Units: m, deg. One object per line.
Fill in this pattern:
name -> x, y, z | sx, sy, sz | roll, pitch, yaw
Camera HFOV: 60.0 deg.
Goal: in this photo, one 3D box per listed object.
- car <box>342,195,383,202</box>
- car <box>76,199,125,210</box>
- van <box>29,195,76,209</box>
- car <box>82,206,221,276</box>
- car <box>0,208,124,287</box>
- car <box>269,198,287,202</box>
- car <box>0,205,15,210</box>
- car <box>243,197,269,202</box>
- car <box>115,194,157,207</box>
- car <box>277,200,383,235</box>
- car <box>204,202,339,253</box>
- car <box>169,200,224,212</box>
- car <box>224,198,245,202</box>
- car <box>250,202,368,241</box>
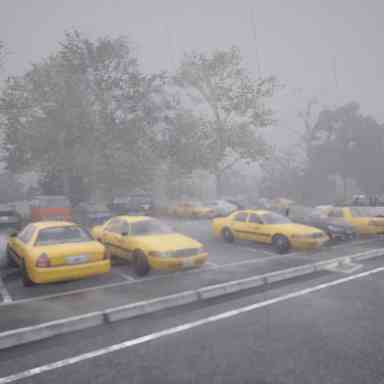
car -> 9.685, 1.171, 18.952 | 2.435, 2.045, 5.566 | 0, 0, -35
car -> -6.869, 1.472, 23.197 | 2.163, 1.488, 4.792 | 0, 0, -35
van -> -9.316, 1.225, 21.644 | 1.878, 1.987, 4.442 | 0, 0, -35
car -> -1.623, 1.452, 10.694 | 1.946, 1.575, 5.366 | 0, 0, -35
car -> -4.004, 1.464, 9.465 | 1.946, 1.575, 5.366 | 0, 0, -35
car -> 6.565, 1.280, 32.768 | 2.185, 1.767, 4.553 | 0, 0, -35
car -> -11.527, 1.492, 19.973 | 2.163, 1.488, 4.792 | 0, 0, -35
car -> 4.440, 1.441, 31.192 | 2.163, 1.488, 4.792 | 0, 0, -35
car -> -4.641, 1.185, 24.842 | 2.435, 2.045, 5.566 | 0, 0, -35
car -> 7.328, 1.425, 17.478 | 1.946, 1.575, 5.366 | 0, 0, -35
car -> 3.009, 1.437, 13.969 | 1.946, 1.575, 5.366 | 0, 0, -35
car -> 0.006, 1.421, 27.865 | 1.946, 1.575, 5.366 | 0, 0, -35
car -> 2.163, 1.458, 29.614 | 2.002, 1.452, 4.674 | 0, 0, -35
car -> 5.165, 1.435, 15.729 | 2.231, 1.521, 4.892 | 0, 0, -35
